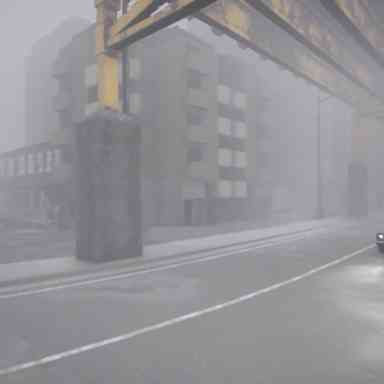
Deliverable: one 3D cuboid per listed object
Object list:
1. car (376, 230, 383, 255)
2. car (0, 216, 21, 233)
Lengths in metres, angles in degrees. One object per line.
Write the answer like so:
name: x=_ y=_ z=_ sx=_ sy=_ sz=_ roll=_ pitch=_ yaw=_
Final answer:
car: x=8.714 y=1.669 z=12.956 sx=1.895 sy=1.301 sz=4.718 roll=-1 pitch=-1 yaw=42
car: x=-14.639 y=2.146 z=22.437 sx=2.033 sy=1.415 sz=5.357 roll=-1 pitch=-1 yaw=42
